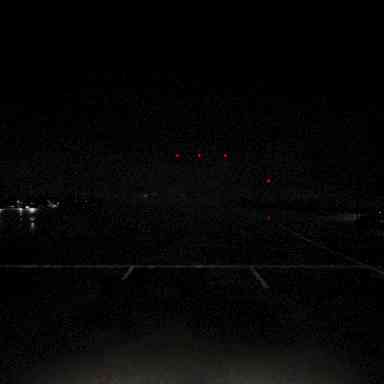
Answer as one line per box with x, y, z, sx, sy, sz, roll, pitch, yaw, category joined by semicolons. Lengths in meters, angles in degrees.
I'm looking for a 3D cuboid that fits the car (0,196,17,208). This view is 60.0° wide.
-24.618;1.336;43.492;1.837;1.490;4.892;0;0;0;car

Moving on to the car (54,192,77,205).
-21.104;1.001;55.316;2.150;2.045;5.566;0;0;0;car

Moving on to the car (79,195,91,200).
-25.190;1.273;78.291;1.895;1.301;4.718;0;0;-6;car

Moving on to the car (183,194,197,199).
-0.158;1.201;94.634;1.895;1.301;4.718;0;0;-18;car

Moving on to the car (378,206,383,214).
17.652;1.260;26.037;4.553;1.767;2.097;0;0;6;car

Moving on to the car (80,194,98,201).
-21.033;1.224;66.145;2.128;1.511;4.902;0;0;0;car

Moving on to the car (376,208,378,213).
19.460;1.441;29.460;5.357;1.411;2.033;0;0;7;car

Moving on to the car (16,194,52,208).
-21.119;1.330;44.764;1.837;1.490;4.892;0;0;0;car

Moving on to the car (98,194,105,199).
-21.686;1.202;78.515;2.128;1.511;4.902;0;0;-6;car

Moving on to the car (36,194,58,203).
-28.033;1.265;64.292;2.128;1.511;4.902;0;0;0;car

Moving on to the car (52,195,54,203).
-24.608;1.140;53.309;2.097;1.767;4.553;0;0;0;car

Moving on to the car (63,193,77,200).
-28.810;1.031;78.790;2.097;1.767;4.553;0;0;-6;car

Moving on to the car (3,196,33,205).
-28.094;1.333;53.940;2.033;1.411;5.357;0;0;1;car
